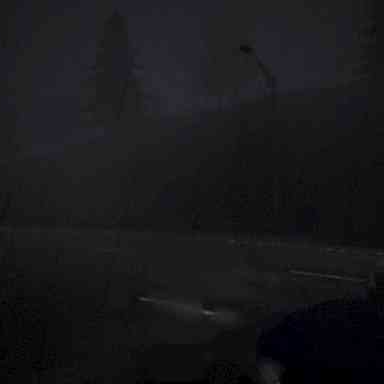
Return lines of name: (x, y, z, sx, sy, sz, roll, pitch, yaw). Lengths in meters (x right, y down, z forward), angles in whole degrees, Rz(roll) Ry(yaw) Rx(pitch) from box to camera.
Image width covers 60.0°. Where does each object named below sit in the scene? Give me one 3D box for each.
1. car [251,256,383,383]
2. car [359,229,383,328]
car: (2.793, 1.385, 1.995, 5.008, 1.535, 1.882, 0, 1, 36)
car: (5.154, 1.419, 4.718, 4.718, 1.301, 1.895, 0, 1, 36)
